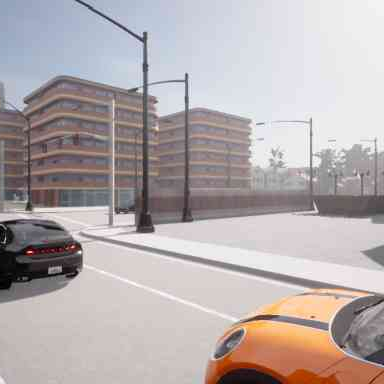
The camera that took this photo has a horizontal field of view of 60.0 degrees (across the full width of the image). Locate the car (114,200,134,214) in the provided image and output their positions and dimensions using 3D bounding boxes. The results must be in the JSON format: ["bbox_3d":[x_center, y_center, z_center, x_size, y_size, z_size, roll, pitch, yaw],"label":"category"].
[{"bbox_3d":[-5.997,1.547,35.292,5.357,1.411,2.033,0,0,-44],"label":"car"}]

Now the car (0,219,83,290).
[{"bbox_3d":[-4.726,1.505,9.238,1.837,1.490,4.892,0,0,-43],"label":"car"}]

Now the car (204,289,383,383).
[{"bbox_3d":[2.264,1.352,2.345,4.553,1.767,2.097,0,0,40],"label":"car"}]
